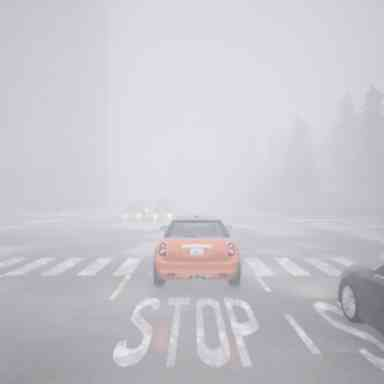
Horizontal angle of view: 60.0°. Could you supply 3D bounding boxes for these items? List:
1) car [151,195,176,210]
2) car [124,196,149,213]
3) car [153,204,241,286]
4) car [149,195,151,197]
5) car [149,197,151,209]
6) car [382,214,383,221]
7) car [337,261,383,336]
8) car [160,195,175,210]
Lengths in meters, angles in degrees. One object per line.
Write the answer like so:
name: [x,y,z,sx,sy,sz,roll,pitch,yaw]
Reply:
car: [-3.450,1.573,40.540,2.097,1.767,4.553,0,0,0]
car: [-6.950,1.573,40.683,2.097,1.767,4.553,0,0,0]
car: [0.127,1.405,9.756,2.097,1.767,4.553,0,0,0]
car: [-9.959,1.694,62.911,2.097,1.767,4.553,0,0,-27]
car: [-7.100,1.832,49.322,1.994,1.385,4.181,0,0,-2]
car: [16.545,1.720,24.429,4.674,1.442,1.812,0,0,0]
car: [3.623,1.530,4.365,1.837,1.490,4.892,0,0,1]
car: [-3.603,1.495,50.105,2.150,2.045,5.566,0,0,-3]
